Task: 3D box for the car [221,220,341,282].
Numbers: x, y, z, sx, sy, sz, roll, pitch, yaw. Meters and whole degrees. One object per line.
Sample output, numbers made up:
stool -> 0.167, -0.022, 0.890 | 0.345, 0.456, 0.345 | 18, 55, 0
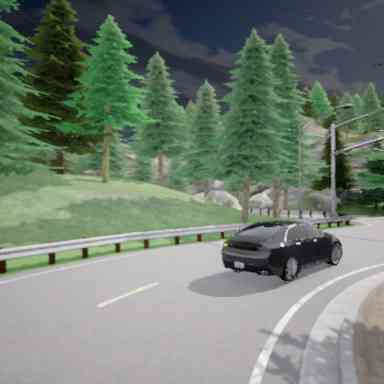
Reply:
car -> 2.922, 1.619, 10.232 | 4.892, 1.490, 1.837 | 0, -1, -45
